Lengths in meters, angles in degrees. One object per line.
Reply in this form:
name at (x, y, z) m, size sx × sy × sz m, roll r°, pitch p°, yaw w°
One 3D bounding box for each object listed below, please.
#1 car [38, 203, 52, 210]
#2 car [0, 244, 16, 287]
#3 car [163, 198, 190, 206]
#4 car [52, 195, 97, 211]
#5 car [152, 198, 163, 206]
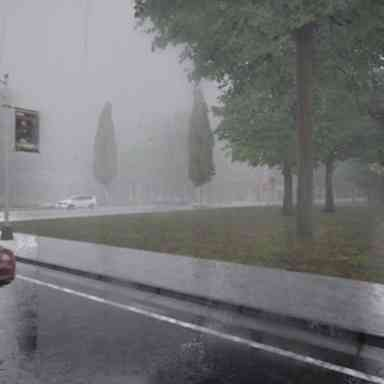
car at (-18.603, 1.820, 46.069) m, size 1.895 × 1.301 × 4.718 m, roll 0°, pitch 0°, yaw 35°
car at (-6.032, 1.528, 7.988) m, size 4.674 × 1.442 × 1.812 m, roll 0°, pitch 0°, yaw 35°
car at (-2.539, 1.923, 63.141) m, size 2.033 × 1.411 × 5.357 m, roll 0°, pitch -1°, yaw 35°
car at (-15.443, 1.437, 44.909) m, size 2.150 × 2.045 × 5.566 m, roll 0°, pitch 0°, yaw 35°
car at (-5.698, 1.850, 64.312) m, size 1.882 × 1.535 × 5.008 m, roll 0°, pitch -1°, yaw 35°
